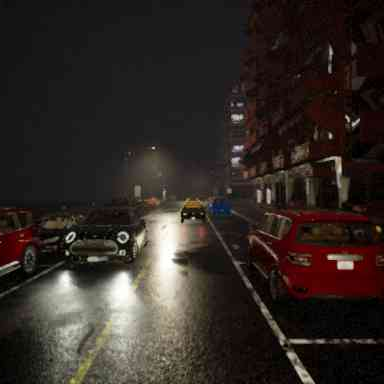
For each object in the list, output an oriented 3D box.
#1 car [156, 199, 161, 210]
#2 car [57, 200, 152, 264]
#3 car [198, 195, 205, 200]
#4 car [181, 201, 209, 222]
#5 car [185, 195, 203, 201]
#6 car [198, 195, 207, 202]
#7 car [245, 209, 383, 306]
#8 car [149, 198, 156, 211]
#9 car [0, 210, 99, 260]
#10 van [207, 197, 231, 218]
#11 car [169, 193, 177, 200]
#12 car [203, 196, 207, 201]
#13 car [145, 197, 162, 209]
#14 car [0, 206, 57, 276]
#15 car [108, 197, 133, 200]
[{"bbox_3d":[-5.307,1.535,40.829,1.887,1.381,4.507,1,0,0],"label":"car"},{"bbox_3d":[-2.851,1.349,11.839,2.097,1.767,4.553,0,0,0],"label":"car"},{"bbox_3d":[2.572,1.563,90.629,1.802,1.307,4.206,1,0,0],"label":"car"},{"bbox_3d":[0.100,1.594,26.064,1.895,1.301,4.718,0,0,0],"label":"car"},{"bbox_3d":[0.099,1.467,41.802,1.882,1.535,5.008,0,0,0],"label":"car"},{"bbox_3d":[2.572,1.534,79.307,2.008,1.369,4.403,1,0,0],"label":"car"},{"bbox_3d":[2.576,1.313,7.978,2.192,1.841,5.009,1,0,0],"label":"car"},{"bbox_3d":[-5.307,1.542,35.293,2.008,1.369,4.403,1,0,0],"label":"car"},{"bbox_3d":[-5.307,1.547,13.148,2.008,1.369,4.403,1,0,0],"label":"car"},{"bbox_3d":[2.576,1.334,30.158,1.690,1.788,3.998,1,0,0],"label":"van"},{"bbox_3d":[-5.307,1.421,90.152,1.967,1.590,4.097,1,0,0],"label":"car"},{"bbox_3d":[2.574,1.431,35.703,1.967,1.590,4.097,1,0,0],"label":"car"},{"bbox_3d":[-5.307,1.514,46.196,1.752,1.417,4.829,1,0,0],"label":"car"},{"bbox_3d":[-5.304,1.313,7.612,2.192,1.841,5.009,1,0,0],"label":"car"},{"bbox_3d":[-5.304,1.309,24.220,2.192,1.841,5.009,1,0,0],"label":"car"}]
